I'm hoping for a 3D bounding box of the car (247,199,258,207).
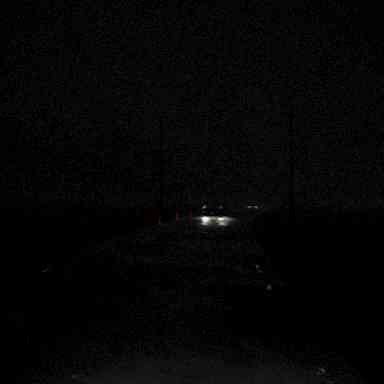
[{"bbox_3d":[14.366,2.587,79.889,2.097,1.767,4.553,0,-1,5],"label":"car"}]

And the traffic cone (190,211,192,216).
[{"bbox_3d":[-0.106,2.060,32.428,0.340,0.580,0.340,0,-1,14],"label":"traffic cone"}]

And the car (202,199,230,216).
[{"bbox_3d":[2.456,1.465,33.451,2.097,1.767,4.553,0,-1,15],"label":"car"}]

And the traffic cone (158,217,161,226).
[{"bbox_3d":[-2.199,1.955,22.446,0.340,0.580,0.340,0,0,10],"label":"traffic cone"}]
